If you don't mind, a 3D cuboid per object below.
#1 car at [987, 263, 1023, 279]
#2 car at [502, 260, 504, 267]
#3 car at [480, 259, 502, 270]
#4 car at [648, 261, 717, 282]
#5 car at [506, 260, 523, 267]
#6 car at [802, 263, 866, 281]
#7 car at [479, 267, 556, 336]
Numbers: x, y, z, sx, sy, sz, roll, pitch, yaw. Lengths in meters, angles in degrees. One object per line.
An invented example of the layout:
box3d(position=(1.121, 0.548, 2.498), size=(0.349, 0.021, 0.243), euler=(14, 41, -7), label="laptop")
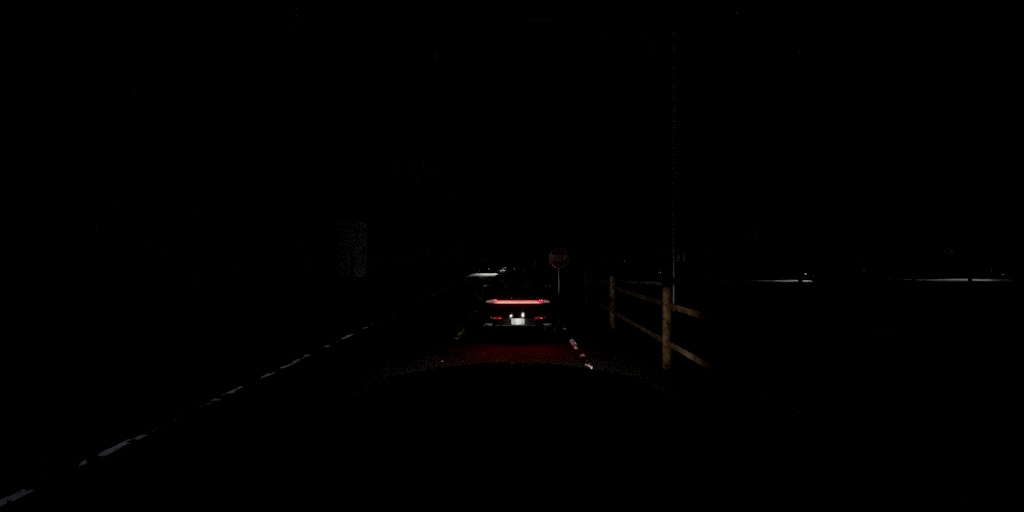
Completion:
box3d(position=(40.648, 1.177, 28.103), size=(4.718, 1.301, 1.895), euler=(0, 0, 0), label="car")
box3d(position=(-2.512, 1.279, 52.713), size=(1.994, 1.385, 4.181), euler=(0, 0, 1), label="car")
box3d(position=(-2.588, 1.295, 42.188), size=(1.994, 1.385, 4.181), euler=(0, 0, 0), label="car")
box3d(position=(13.144, 1.173, 27.794), size=(5.008, 1.535, 1.882), euler=(0, 0, -2), label="car")
box3d(position=(0.304, 1.254, 44.170), size=(1.812, 1.442, 4.674), euler=(0, 0, 1), label="car")
box3d(position=(24.860, 1.209, 27.955), size=(4.181, 1.385, 1.994), euler=(0, 0, -1), label="car")
box3d(position=(0.148, 1.241, 10.377), size=(2.128, 1.511, 4.902), euler=(0, 0, 0), label="car")
